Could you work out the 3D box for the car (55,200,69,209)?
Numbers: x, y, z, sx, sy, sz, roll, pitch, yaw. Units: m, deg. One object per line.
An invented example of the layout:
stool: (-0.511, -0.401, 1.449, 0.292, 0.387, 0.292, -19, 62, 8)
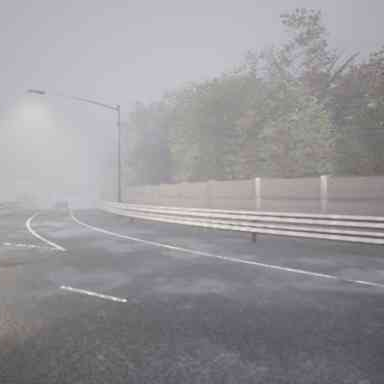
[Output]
car: (-21.818, 2.075, 55.828, 2.128, 1.511, 4.902, -1, -2, -18)
